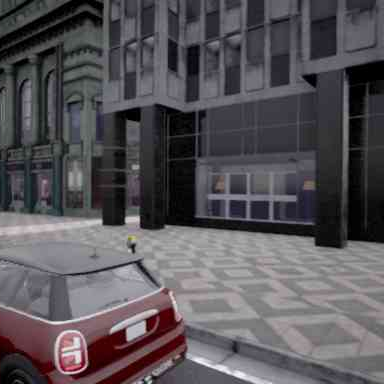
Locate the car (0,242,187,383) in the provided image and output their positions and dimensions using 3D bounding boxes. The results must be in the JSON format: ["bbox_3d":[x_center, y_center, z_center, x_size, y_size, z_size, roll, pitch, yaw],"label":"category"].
[{"bbox_3d":[-2.143,1.409,4.485,4.097,1.590,1.967,1,0,35],"label":"car"}]
